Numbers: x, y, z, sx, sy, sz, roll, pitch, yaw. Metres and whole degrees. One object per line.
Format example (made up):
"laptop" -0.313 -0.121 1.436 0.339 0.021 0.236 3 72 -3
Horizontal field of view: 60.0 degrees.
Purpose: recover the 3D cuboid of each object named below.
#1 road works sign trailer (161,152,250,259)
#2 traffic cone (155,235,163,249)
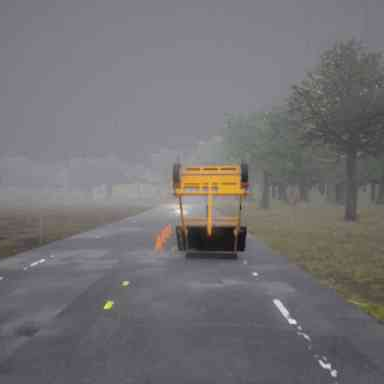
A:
"road works sign trailer" 0.594 1.041 10.537 2.380 3.560 2.880 0 44 4
"traffic cone" -1.404 2.106 14.085 0.340 0.580 0.340 0 -1 0
